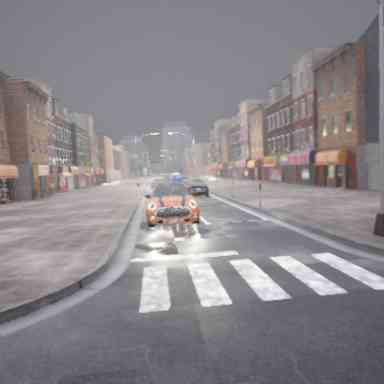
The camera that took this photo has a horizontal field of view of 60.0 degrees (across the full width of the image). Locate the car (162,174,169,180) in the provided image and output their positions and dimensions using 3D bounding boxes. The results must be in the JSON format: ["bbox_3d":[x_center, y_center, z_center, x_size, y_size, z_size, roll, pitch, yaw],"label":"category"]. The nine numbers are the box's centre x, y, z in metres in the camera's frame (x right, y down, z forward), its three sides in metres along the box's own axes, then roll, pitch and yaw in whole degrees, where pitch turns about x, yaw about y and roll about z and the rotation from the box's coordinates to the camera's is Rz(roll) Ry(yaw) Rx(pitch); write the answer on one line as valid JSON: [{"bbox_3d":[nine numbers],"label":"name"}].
[{"bbox_3d":[-7.474,-4.325,94.040,1.752,1.417,4.829,-4,4,-6],"label":"car"}]

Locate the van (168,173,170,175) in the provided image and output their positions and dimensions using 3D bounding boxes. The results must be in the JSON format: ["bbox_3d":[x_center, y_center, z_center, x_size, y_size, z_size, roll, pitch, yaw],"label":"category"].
[{"bbox_3d":[-2.325,-1.855,49.391,1.690,1.788,3.998,-4,4,-6],"label":"van"}]

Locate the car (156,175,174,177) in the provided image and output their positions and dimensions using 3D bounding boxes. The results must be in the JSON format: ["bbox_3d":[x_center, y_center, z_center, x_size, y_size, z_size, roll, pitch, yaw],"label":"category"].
[{"bbox_3d":[-3.175,-0.668,33.902,1.882,1.535,5.008,-3,4,-6],"label":"car"}]

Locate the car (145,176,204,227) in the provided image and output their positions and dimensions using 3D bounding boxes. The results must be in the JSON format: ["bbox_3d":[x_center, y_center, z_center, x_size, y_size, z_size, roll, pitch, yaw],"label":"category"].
[{"bbox_3d":[-0.966,0.386,14.749,2.097,1.767,4.553,-3,4,-6],"label":"car"}]

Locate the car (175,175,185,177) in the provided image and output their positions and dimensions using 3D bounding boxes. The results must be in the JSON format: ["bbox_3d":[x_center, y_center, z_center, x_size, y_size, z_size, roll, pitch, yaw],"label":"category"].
[{"bbox_3d":[-0.406,-0.673,32.896,1.752,1.417,4.829,-4,4,-6],"label":"car"}]

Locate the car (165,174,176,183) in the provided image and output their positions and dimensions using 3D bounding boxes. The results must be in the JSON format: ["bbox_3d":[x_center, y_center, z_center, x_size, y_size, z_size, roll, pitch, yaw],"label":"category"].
[{"bbox_3d":[-4.247,-2.756,66.073,1.967,1.590,4.097,-4,4,-6],"label":"car"}]

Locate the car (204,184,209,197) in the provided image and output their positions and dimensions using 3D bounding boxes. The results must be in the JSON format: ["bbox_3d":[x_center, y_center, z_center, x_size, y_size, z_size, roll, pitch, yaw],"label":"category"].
[{"bbox_3d":[0.258,-0.284,27.172,1.947,1.339,4.313,-4,4,-6],"label":"car"}]

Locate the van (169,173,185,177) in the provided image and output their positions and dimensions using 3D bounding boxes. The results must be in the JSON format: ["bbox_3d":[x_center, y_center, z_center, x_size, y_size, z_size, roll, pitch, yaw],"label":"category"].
[{"bbox_3d":[-1.682,-1.520,43.832,1.690,1.788,3.998,-4,4,-6],"label":"van"}]

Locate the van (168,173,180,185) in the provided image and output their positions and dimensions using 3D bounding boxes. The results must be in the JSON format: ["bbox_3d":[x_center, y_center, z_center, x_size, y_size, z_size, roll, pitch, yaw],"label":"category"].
[{"bbox_3d":[-2.967,-2.189,54.949,1.690,1.788,3.998,-4,4,-6],"label":"van"}]
